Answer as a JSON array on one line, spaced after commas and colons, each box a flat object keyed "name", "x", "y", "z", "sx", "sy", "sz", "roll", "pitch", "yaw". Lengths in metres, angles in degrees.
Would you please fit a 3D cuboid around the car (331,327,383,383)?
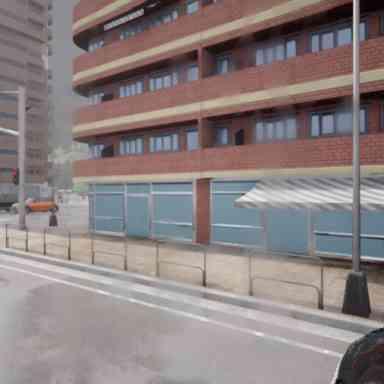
[{"name": "car", "x": 3.316, "y": 1.490, "z": 1.631, "sx": 4.902, "sy": 1.511, "sz": 2.128, "roll": 0, "pitch": 0, "yaw": 35}]

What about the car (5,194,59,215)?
[{"name": "car", "x": -16.287, "y": 1.342, "z": 34.487, "sx": 2.097, "sy": 1.767, "sz": 4.553, "roll": 0, "pitch": 0, "yaw": 36}]

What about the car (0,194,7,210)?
[{"name": "car", "x": -20.213, "y": 1.211, "z": 35.045, "sx": 2.150, "sy": 2.045, "sz": 5.566, "roll": 0, "pitch": 0, "yaw": 35}]
